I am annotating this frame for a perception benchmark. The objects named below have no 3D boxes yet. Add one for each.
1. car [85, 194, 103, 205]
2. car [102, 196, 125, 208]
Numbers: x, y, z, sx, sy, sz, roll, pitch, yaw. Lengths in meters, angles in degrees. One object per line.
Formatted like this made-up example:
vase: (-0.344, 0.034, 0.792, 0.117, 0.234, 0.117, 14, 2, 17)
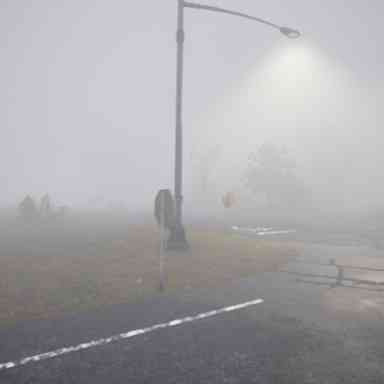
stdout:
car: (-17.586, 1.349, 60.041, 2.150, 2.045, 5.566, 1, 0, -34)
car: (-12.007, 1.707, 51.725, 1.994, 1.385, 4.181, 1, 0, -33)
